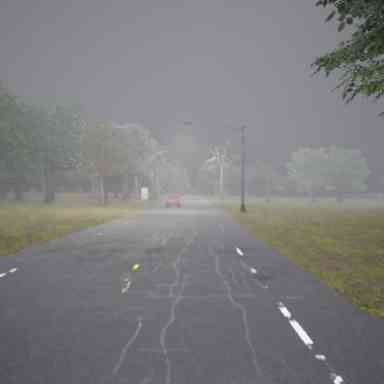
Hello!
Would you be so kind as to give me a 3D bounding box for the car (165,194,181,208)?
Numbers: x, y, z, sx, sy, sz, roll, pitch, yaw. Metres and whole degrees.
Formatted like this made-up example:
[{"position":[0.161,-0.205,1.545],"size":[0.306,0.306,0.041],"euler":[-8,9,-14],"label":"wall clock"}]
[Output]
[{"position":[-2.951,1.405,53.139],"size":[2.150,2.045,5.566],"euler":[0,0,1],"label":"car"}]
